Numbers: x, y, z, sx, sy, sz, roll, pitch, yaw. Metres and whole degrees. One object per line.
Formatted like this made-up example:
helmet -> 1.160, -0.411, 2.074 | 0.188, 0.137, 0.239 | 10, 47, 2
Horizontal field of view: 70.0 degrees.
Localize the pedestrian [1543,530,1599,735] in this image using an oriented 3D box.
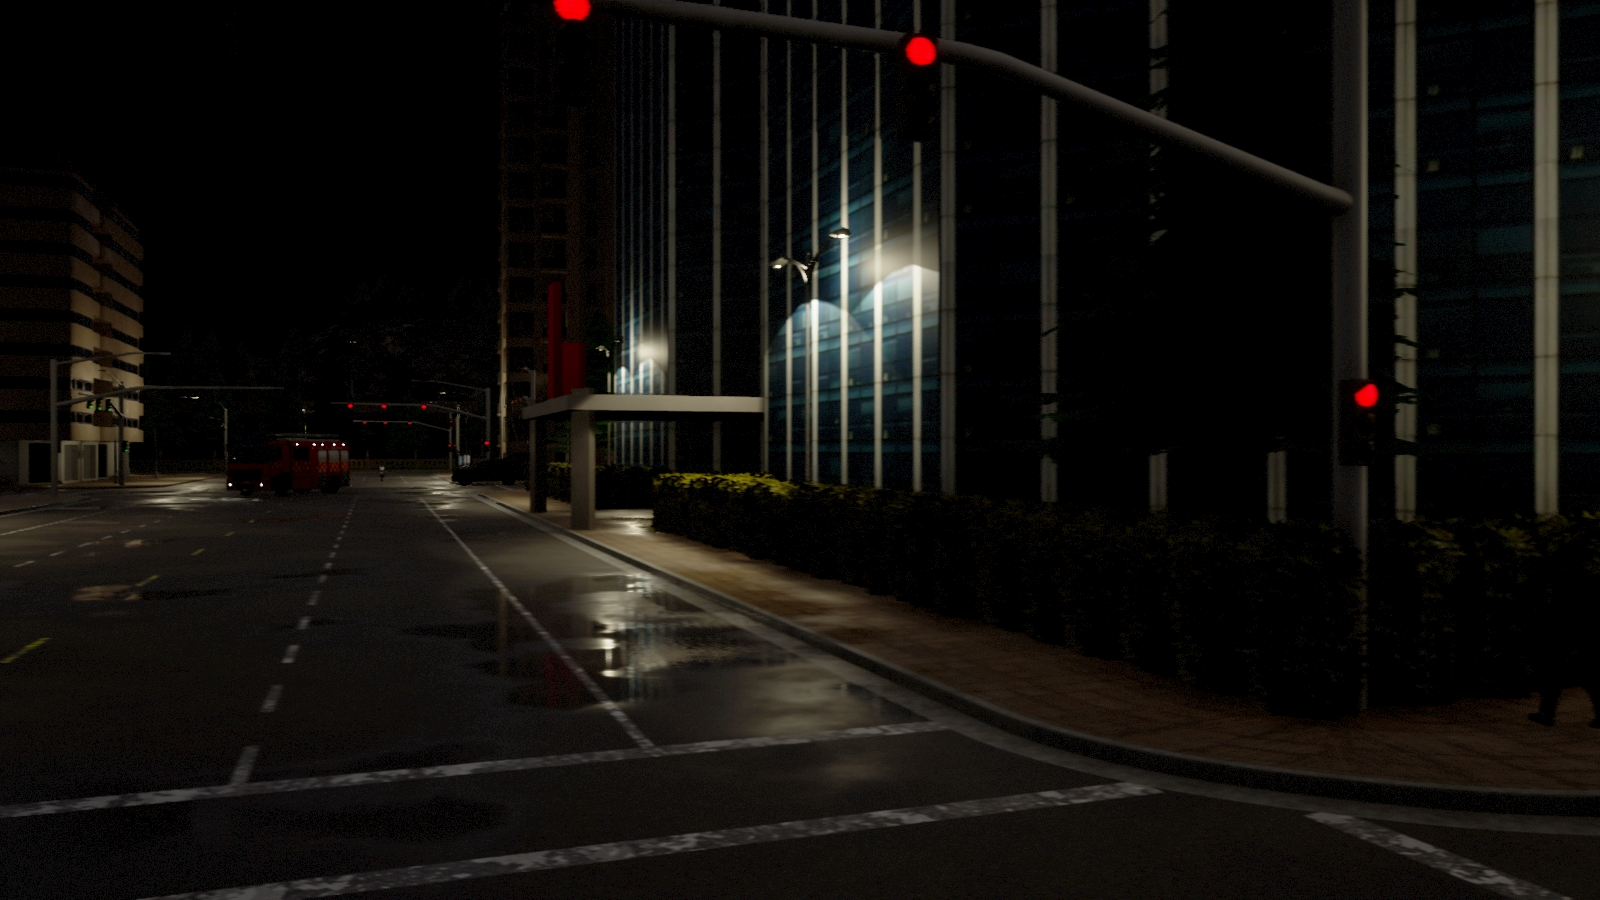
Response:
pedestrian -> 7.299, 1.696, 10.748 | 0.375, 1.860, 0.375 | 0, 0, -19
